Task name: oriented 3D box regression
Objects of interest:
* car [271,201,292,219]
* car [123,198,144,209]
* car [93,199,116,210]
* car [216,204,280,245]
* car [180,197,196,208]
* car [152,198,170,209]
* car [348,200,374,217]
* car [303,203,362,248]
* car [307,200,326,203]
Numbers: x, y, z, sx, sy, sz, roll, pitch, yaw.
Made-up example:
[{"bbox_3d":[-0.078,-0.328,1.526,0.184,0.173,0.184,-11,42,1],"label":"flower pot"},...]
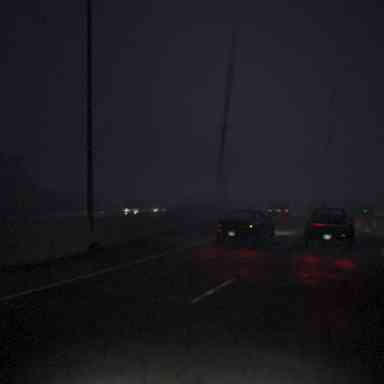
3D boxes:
[{"bbox_3d":[7.295,1.466,27.874,2.033,1.411,5.357,0,0,16],"label":"car"},{"bbox_3d":[-7.625,1.503,43.870,1.994,1.385,4.181,0,0,5],"label":"car"},{"bbox_3d":[-11.273,1.557,41.986,1.895,1.301,4.718,0,0,7],"label":"car"},{"bbox_3d":[2.550,1.487,15.313,1.812,1.442,4.674,0,0,25],"label":"car"},{"bbox_3d":[-0.526,1.404,45.077,2.128,1.511,4.902,0,0,3],"label":"car"},{"bbox_3d":[-4.048,1.489,44.587,1.994,1.385,4.181,0,0,3],"label":"car"},{"bbox_3d":[15.065,1.412,30.186,1.812,1.442,4.674,0,0,13],"label":"car"},{"bbox_3d":[6.027,1.442,14.547,2.128,1.511,4.902,0,0,25],"label":"car"},{"bbox_3d":[11.635,1.461,30.927,1.994,1.385,4.181,0,0,13],"label":"car"}]
